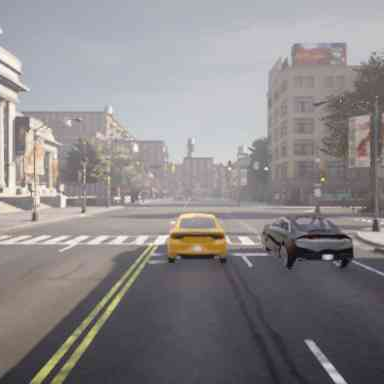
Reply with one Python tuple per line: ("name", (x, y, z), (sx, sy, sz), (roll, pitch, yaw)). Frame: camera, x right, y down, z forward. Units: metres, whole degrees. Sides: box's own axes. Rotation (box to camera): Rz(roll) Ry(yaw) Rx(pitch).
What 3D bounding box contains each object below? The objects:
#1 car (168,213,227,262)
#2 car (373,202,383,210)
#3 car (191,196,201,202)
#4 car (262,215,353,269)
("car", (0.190, 1.530, 12.372), (1.882, 1.535, 5.008), (0, 0, 1))
("car", (25.770, 1.537, 42.563), (4.553, 1.767, 2.097), (0, 0, 1))
("car", (0.813, 1.943, 92.287), (1.994, 1.385, 4.181), (0, 0, 1))
("car", (3.678, 1.541, 11.372), (2.128, 1.511, 4.902), (0, 0, 1))
